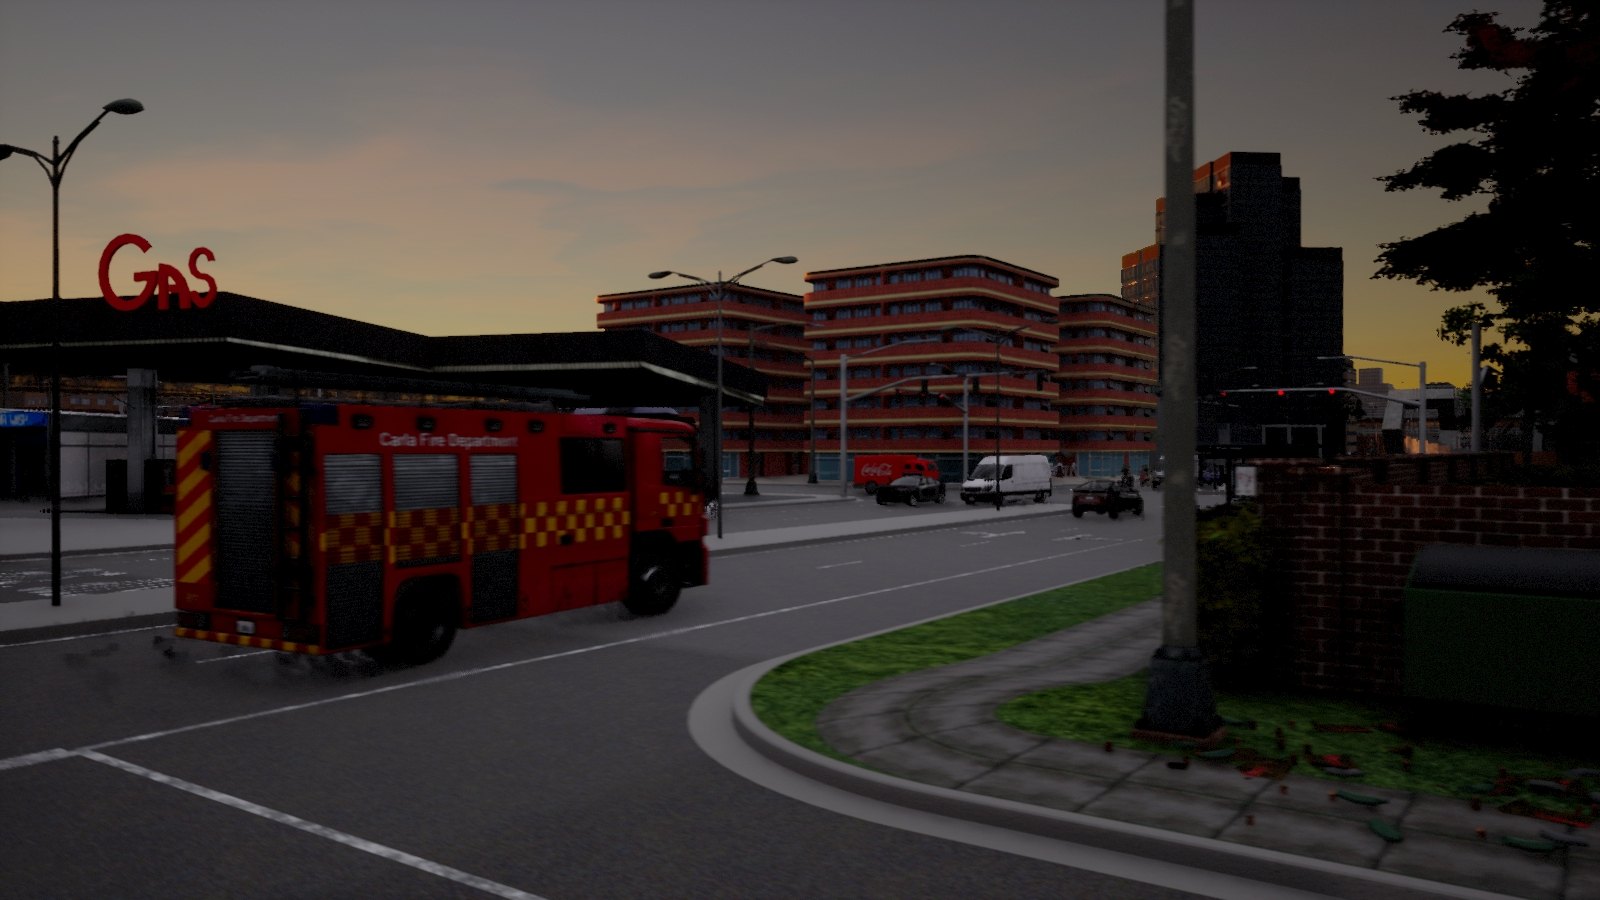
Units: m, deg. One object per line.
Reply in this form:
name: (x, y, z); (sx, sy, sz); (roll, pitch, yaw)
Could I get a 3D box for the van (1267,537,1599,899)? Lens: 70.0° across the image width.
van: (3.817, 1.532, 1.106); (5.915, 2.561, 1.988); (-1, 0, 35)

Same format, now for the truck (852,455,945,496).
truck: (6.156, 1.572, 71.763); (5.204, 2.467, 2.627); (0, 0, 34)

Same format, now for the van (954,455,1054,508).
van: (10.491, 1.533, 58.408); (1.988, 2.561, 5.915); (-1, 0, 45)

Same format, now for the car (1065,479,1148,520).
car: (12.898, 2.039, 47.965); (2.007, 1.525, 4.514); (0, 0, 34)

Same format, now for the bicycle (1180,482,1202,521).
bicycle: (15.787, 2.047, 46.117); (0.329, 1.496, 1.835); (0, 0, 35)

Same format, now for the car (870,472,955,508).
car: (5.733, 1.981, 57.694); (2.097, 1.638, 5.238); (0, 0, 33)

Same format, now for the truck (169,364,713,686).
truck: (-4.942, 0.890, 17.988); (2.891, 3.827, 8.468); (0, 0, 29)
